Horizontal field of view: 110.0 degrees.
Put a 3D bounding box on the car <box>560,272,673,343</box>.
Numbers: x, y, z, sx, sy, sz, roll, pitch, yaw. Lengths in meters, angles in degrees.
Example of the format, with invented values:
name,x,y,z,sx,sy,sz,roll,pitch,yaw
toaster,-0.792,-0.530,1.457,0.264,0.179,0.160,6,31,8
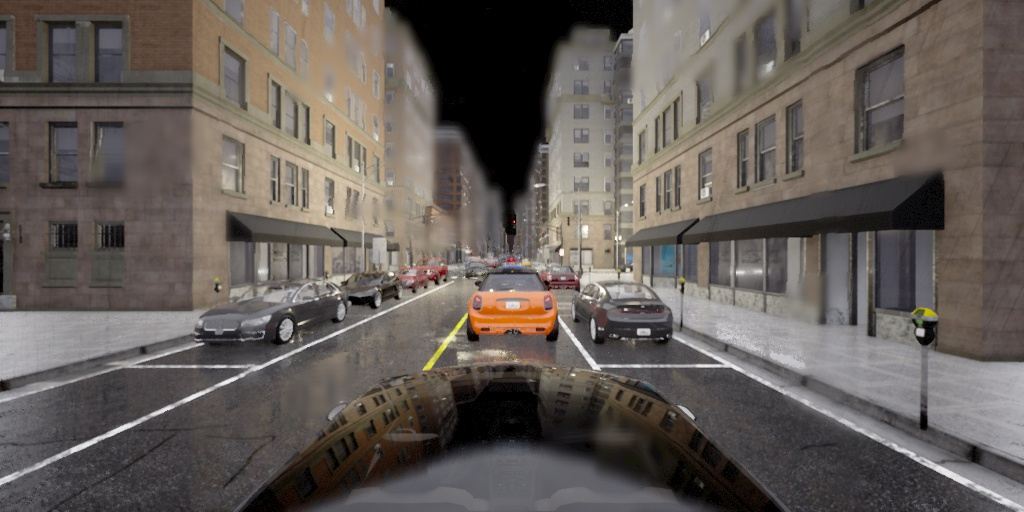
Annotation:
name,x,y,z,sx,sy,sz,roll,pitch,yaw
car,2.657,1.297,9.413,2.007,1.370,4.403,0,0,0

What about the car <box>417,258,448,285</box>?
name,x,y,z,sx,sy,sz,roll,pitch,yaw
car,-5.897,1.052,25.946,2.192,1.841,5.009,0,0,0

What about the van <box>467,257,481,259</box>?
name,x,y,z,sx,sy,sz,roll,pitch,yaw
van,-5.944,1.059,52.894,1.690,1.789,3.998,0,0,0

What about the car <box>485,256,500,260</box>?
name,x,y,z,sx,sy,sz,roll,pitch,yaw
car,-3.174,1.195,53.481,1.882,1.535,5.008,0,0,0

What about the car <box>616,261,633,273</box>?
name,x,y,z,sx,sy,sz,roll,pitch,yaw
car,14.499,1.223,41.108,4.892,1.490,1.837,0,0,1

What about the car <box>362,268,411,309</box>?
name,x,y,z,sx,sy,sz,roll,pitch,yaw
car,-5.878,1.309,14.899,1.948,1.339,4.313,0,0,0

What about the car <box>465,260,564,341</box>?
name,x,y,z,sx,sy,sz,roll,pitch,yaw
car,0.008,1.098,9.991,2.097,1.767,4.553,0,0,0

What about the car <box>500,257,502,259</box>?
name,x,y,z,sx,sy,sz,roll,pitch,yaw
car,-3.171,1.237,62.824,1.812,1.442,4.674,0,0,0

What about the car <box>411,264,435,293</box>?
name,x,y,z,sx,sy,sz,roll,pitch,yaw
car,-5.888,1.322,20.423,1.802,1.307,4.207,0,0,0

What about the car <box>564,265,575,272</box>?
name,x,y,z,sx,sy,sz,roll,pitch,yaw
car,2.638,1.180,20.463,1.967,1.591,4.097,0,0,0

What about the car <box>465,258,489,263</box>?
name,x,y,z,sx,sy,sz,roll,pitch,yaw
car,-2.969,1.240,30.922,1.837,1.490,4.892,4,-1,-11

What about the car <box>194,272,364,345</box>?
name,x,y,z,sx,sy,sz,roll,pitch,yaw
car,-5.869,1.297,9.375,2.007,1.370,4.403,0,0,0

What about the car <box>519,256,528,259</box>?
name,x,y,z,sx,sy,sz,roll,pitch,yaw
car,2.562,1.235,64.294,1.751,1.417,4.829,0,0,0
